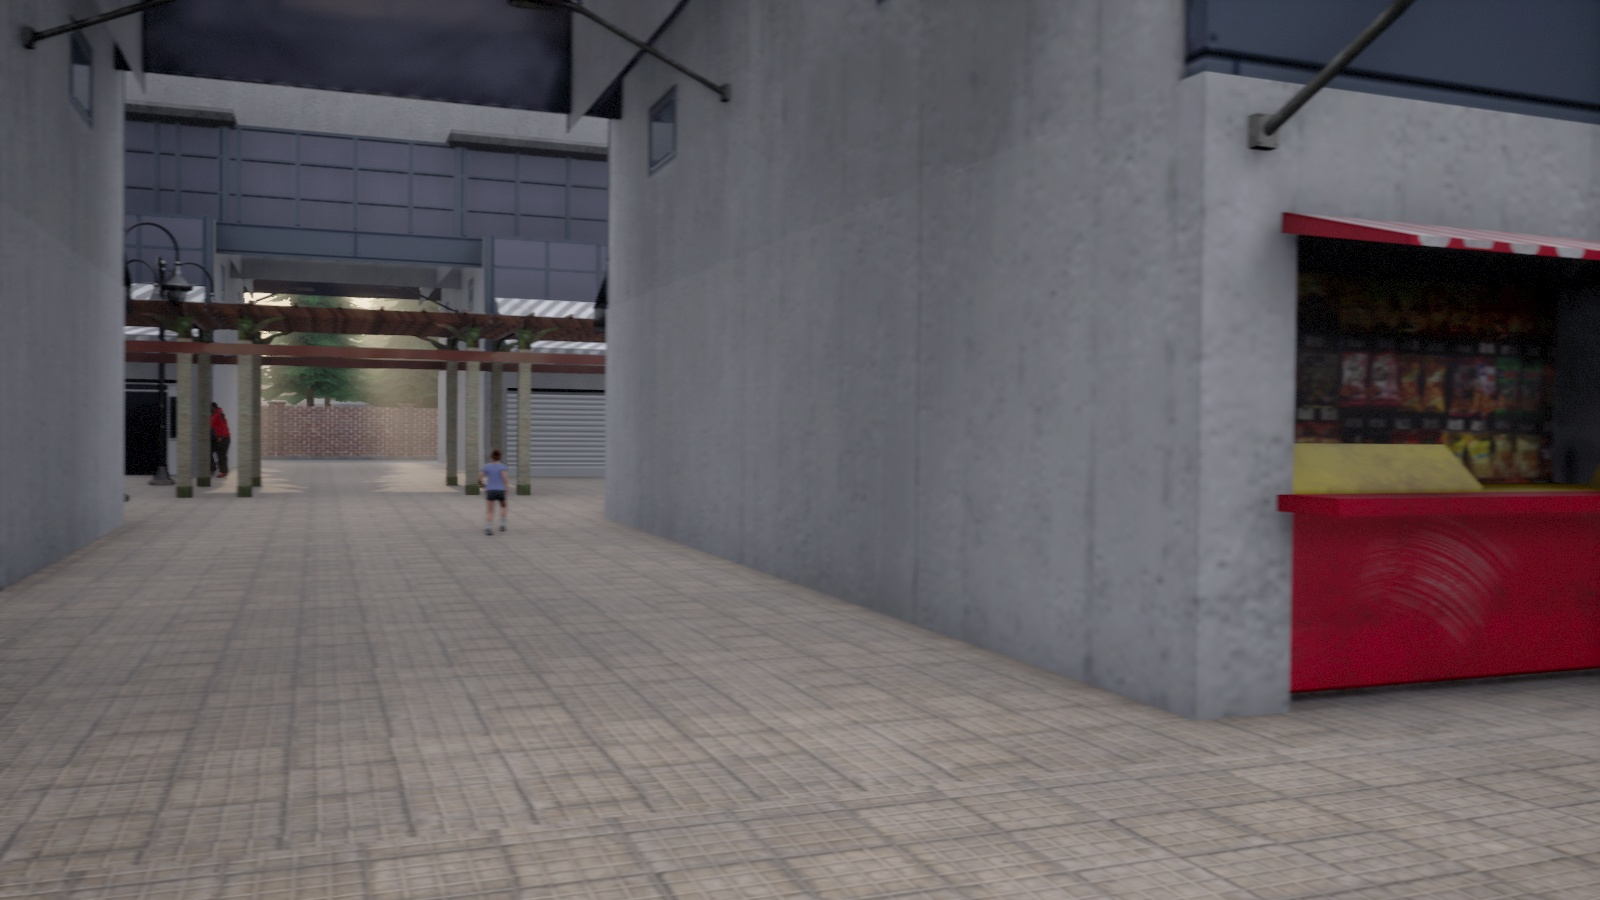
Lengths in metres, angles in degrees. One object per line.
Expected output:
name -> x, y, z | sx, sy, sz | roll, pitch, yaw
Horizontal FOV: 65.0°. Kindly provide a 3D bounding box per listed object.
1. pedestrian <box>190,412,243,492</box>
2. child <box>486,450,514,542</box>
pedestrian -> -13.673, 0.027, 29.452 | 0.634, 1.844, 0.899 | 0, 1, 36
child -> -3.716, 0.566, 15.565 | 0.255, 1.110, 0.394 | -1, 1, -3
